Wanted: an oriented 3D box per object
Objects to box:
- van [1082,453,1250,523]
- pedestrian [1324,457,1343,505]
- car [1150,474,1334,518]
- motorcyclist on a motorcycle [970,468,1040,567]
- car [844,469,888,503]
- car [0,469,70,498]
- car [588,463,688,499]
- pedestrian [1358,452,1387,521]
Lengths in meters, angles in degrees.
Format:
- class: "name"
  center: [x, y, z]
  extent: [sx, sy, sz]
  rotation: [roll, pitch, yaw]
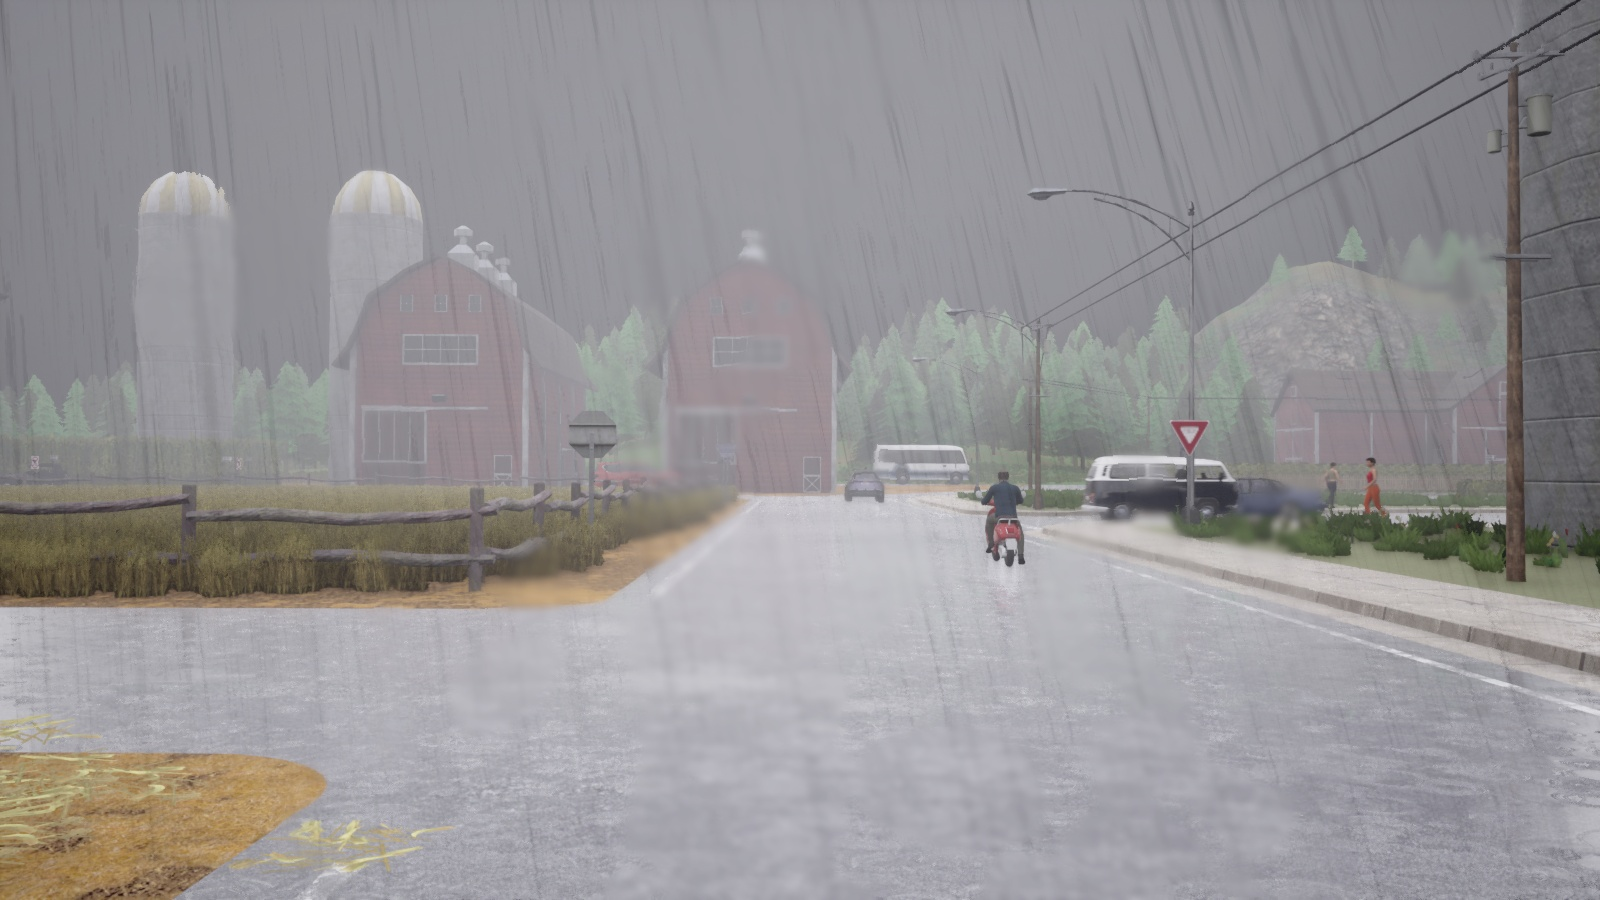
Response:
- class: "van"
  center: [10.965, 1.128, 37.871]
  extent: [4.480, 2.038, 2.069]
  rotation: [0, -1, 2]
- class: "pedestrian"
  center: [20.695, 1.203, 48.731]
  extent: [0.594, 1.836, 0.345]
  rotation: [0, -1, -24]
- class: "car"
  center: [14.495, 1.497, 41.386]
  extent: [5.357, 1.411, 2.033]
  rotation: [0, -1, -1]
- class: "motorcyclist on a motorcycle"
  center: [3.442, 1.110, 21.231]
  extent: [0.866, 1.590, 1.817]
  rotation: [0, -1, 0]
- class: "car"
  center: [3.339, 1.808, 64.289]
  extent: [2.033, 1.649, 4.856]
  rotation: [0, -1, 1]
- class: "car"
  center: [-50.683, 2.203, 82.952]
  extent: [3.866, 1.878, 1.905]
  rotation: [0, -1, -11]
- class: "car"
  center: [-9.502, 1.809, 73.865]
  extent: [5.566, 2.045, 2.150]
  rotation: [0, -1, 0]
- class: "pedestrian"
  center: [15.332, 0.972, 33.629]
  extent: [0.594, 1.836, 0.345]
  rotation: [0, -1, 7]
